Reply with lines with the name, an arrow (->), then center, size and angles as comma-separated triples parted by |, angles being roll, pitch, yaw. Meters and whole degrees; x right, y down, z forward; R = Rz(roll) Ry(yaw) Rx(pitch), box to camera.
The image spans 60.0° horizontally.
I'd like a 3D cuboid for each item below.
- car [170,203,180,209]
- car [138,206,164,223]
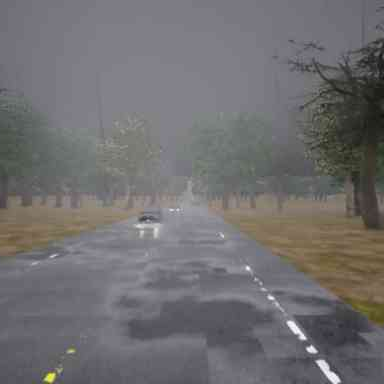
car -> -3.503, 2.965, 70.246 | 1.994, 1.385, 4.181 | 0, -2, 0
car -> -3.599, 2.000, 29.945 | 2.033, 1.411, 5.357 | 0, -1, 0
